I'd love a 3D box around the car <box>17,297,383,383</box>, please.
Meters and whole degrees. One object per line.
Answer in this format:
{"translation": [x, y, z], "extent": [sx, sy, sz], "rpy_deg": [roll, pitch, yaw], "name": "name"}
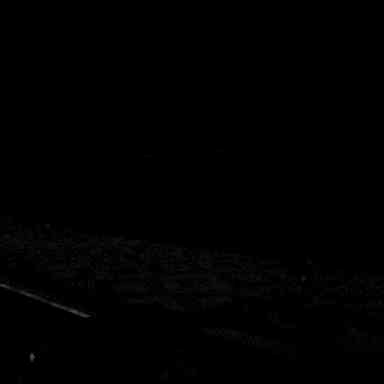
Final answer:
{"translation": [0.342, 1.562, 2.612], "extent": [4.206, 1.307, 1.802], "rpy_deg": [1, 0, 35], "name": "car"}
